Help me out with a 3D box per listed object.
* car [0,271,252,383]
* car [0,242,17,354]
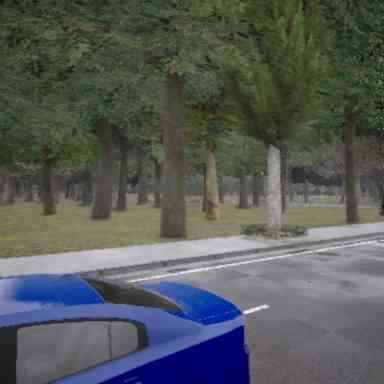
[{"bbox_3d":[-1.779,1.477,2.415,5.008,1.535,1.882,0,0,-36],"label":"car"},{"bbox_3d":[-4.960,1.591,4.137,4.718,1.301,1.895,0,0,-35],"label":"car"}]
